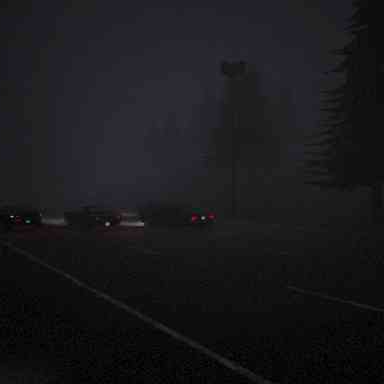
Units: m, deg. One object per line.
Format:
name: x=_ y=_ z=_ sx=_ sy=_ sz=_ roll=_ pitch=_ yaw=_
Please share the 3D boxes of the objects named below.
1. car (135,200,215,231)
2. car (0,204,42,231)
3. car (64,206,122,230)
car: x=-1.023 y=1.427 z=19.757 sx=2.033 sy=1.411 sz=5.357 roll=-1 pitch=0 yaw=-40
car: x=-10.563 y=1.442 z=20.175 sx=1.812 sy=1.442 sz=4.674 roll=-1 pitch=0 yaw=-40
car: x=-6.217 y=1.497 z=20.476 sx=1.895 sy=1.301 sz=4.718 roll=-1 pitch=0 yaw=-40
